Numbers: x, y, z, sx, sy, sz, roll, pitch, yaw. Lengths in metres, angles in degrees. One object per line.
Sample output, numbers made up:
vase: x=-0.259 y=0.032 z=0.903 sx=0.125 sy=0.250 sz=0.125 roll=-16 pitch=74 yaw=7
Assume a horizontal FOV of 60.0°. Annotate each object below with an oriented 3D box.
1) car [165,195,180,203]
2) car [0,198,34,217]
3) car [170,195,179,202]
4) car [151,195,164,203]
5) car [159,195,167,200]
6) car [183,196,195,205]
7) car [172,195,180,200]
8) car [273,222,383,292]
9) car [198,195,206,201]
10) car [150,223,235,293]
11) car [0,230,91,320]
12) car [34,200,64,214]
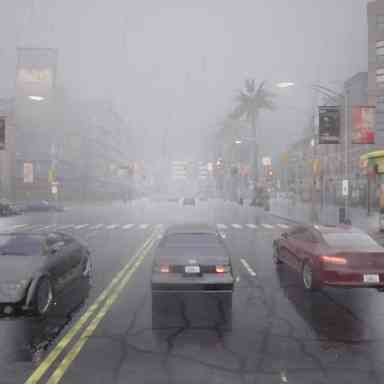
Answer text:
car: x=-4.148 y=1.478 z=71.718 sx=1.882 sy=1.535 sz=5.008 roll=0 pitch=0 yaw=-1
car: x=-17.458 y=1.351 z=30.407 sx=4.553 sy=1.767 sz=2.097 roll=0 pitch=0 yaw=9
car: x=-4.232 y=1.524 z=80.913 sx=1.812 sy=1.442 sz=4.674 roll=0 pitch=0 yaw=-1
car: x=-7.643 y=1.524 z=71.178 sx=1.812 sy=1.442 sz=4.674 roll=0 pitch=0 yaw=-1
car: x=-7.824 y=1.595 z=90.598 sx=1.895 sy=1.301 sz=4.718 roll=0 pitch=0 yaw=-1
car: x=-0.493 y=1.491 z=57.603 sx=2.128 sy=1.511 sz=4.902 roll=0 pitch=0 yaw=1
car: x=-4.326 y=1.500 z=90.963 sx=1.837 sy=1.490 sz=4.892 roll=0 pitch=0 yaw=-1
car: x=3.498 y=1.526 z=8.805 sx=1.812 sy=1.442 sz=4.674 roll=0 pitch=0 yaw=0
car: x=2.721 y=1.524 z=86.073 sx=1.812 sy=1.442 sz=4.674 roll=0 pitch=0 yaw=-1
car: x=-0.001 y=1.547 z=8.961 sx=2.033 sy=1.411 sz=5.357 roll=0 pitch=0 yaw=0
car: x=-3.669 y=1.564 z=7.270 sx=1.994 sy=1.385 sz=4.181 roll=0 pitch=0 yaw=-1
car: x=-15.872 y=1.525 z=34.722 sx=4.674 sy=1.442 sz=1.812 roll=0 pitch=0 yaw=-4
